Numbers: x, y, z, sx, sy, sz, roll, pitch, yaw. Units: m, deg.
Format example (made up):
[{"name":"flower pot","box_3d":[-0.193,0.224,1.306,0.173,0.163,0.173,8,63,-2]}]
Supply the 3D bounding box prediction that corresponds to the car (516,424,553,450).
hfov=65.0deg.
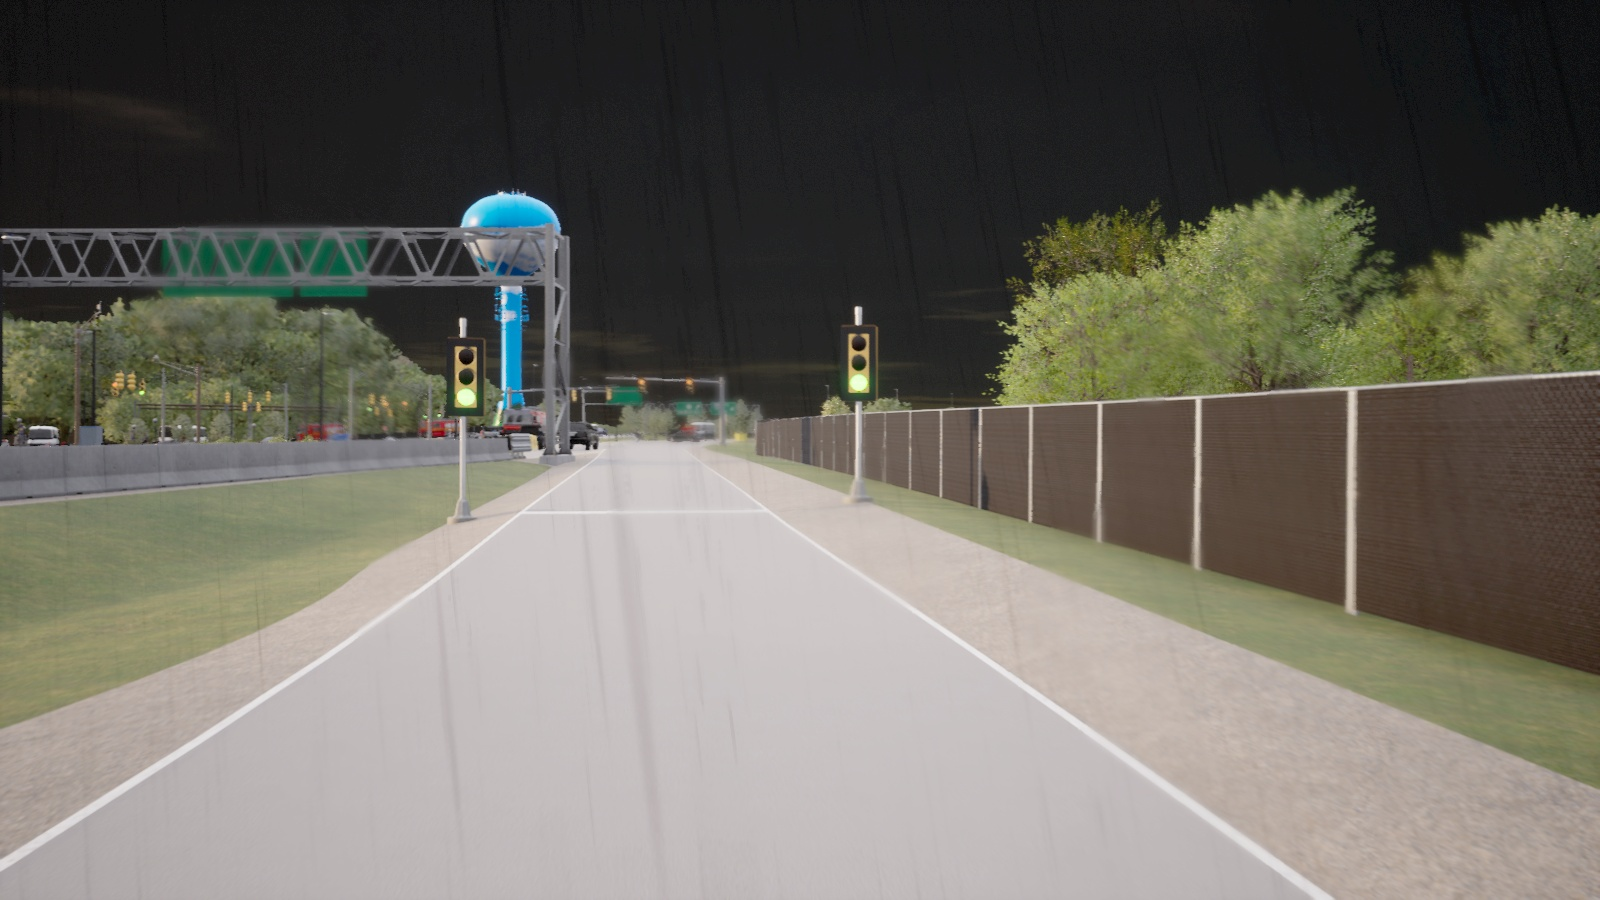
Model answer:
[{"name":"car","box_3d":[-19.461,-0.964,92.293,1.905,1.878,3.866,0,1,0]}]

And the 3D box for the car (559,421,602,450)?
[{"name":"car","box_3d":[-15.965,-1.032,91.559,2.150,2.045,5.566,0,1,0]}]
